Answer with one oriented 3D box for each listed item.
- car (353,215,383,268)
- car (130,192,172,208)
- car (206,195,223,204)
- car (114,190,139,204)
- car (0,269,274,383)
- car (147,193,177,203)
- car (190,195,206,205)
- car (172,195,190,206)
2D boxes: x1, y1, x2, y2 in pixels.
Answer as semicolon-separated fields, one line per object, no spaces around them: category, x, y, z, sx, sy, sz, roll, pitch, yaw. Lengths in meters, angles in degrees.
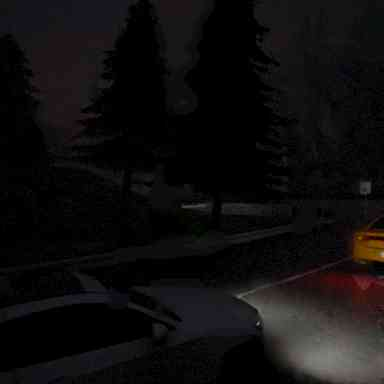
car;6.447;1.312;9.662;5.008;1.535;1.882;-1;1;-43
car;-5.230;1.149;41.906;4.892;1.490;1.837;0;1;38
car;2.255;1.091;49.398;4.718;1.301;1.895;0;1;38
car;-9.601;0.754;54.137;5.566;2.045;2.150;0;1;37
car;-1.244;1.514;3.173;4.674;1.442;1.812;-1;0;-37
car;-5.022;0.965;55.020;5.008;1.535;1.882;0;1;38
car;-1.178;1.089;47.617;5.357;1.411;2.033;0;1;38
car;-3.320;1.140;44.849;5.357;1.411;2.033;0;1;38
